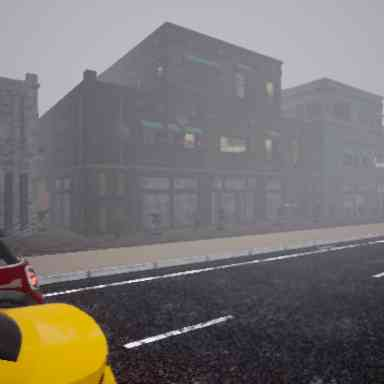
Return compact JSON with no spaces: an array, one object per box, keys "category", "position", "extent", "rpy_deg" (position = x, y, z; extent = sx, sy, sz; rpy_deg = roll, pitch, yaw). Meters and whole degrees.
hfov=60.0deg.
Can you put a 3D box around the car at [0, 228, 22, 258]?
[{"category":"car","position":[-4.517,1.343,4.454],"extent":[4.553,1.767,2.097],"rpy_deg":[1,0,-35]}]

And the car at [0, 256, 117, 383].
[{"category":"car","position":[-2.886,1.466,1.627],"extent":[5.008,1.535,1.882],"rpy_deg":[1,0,-35]}]
